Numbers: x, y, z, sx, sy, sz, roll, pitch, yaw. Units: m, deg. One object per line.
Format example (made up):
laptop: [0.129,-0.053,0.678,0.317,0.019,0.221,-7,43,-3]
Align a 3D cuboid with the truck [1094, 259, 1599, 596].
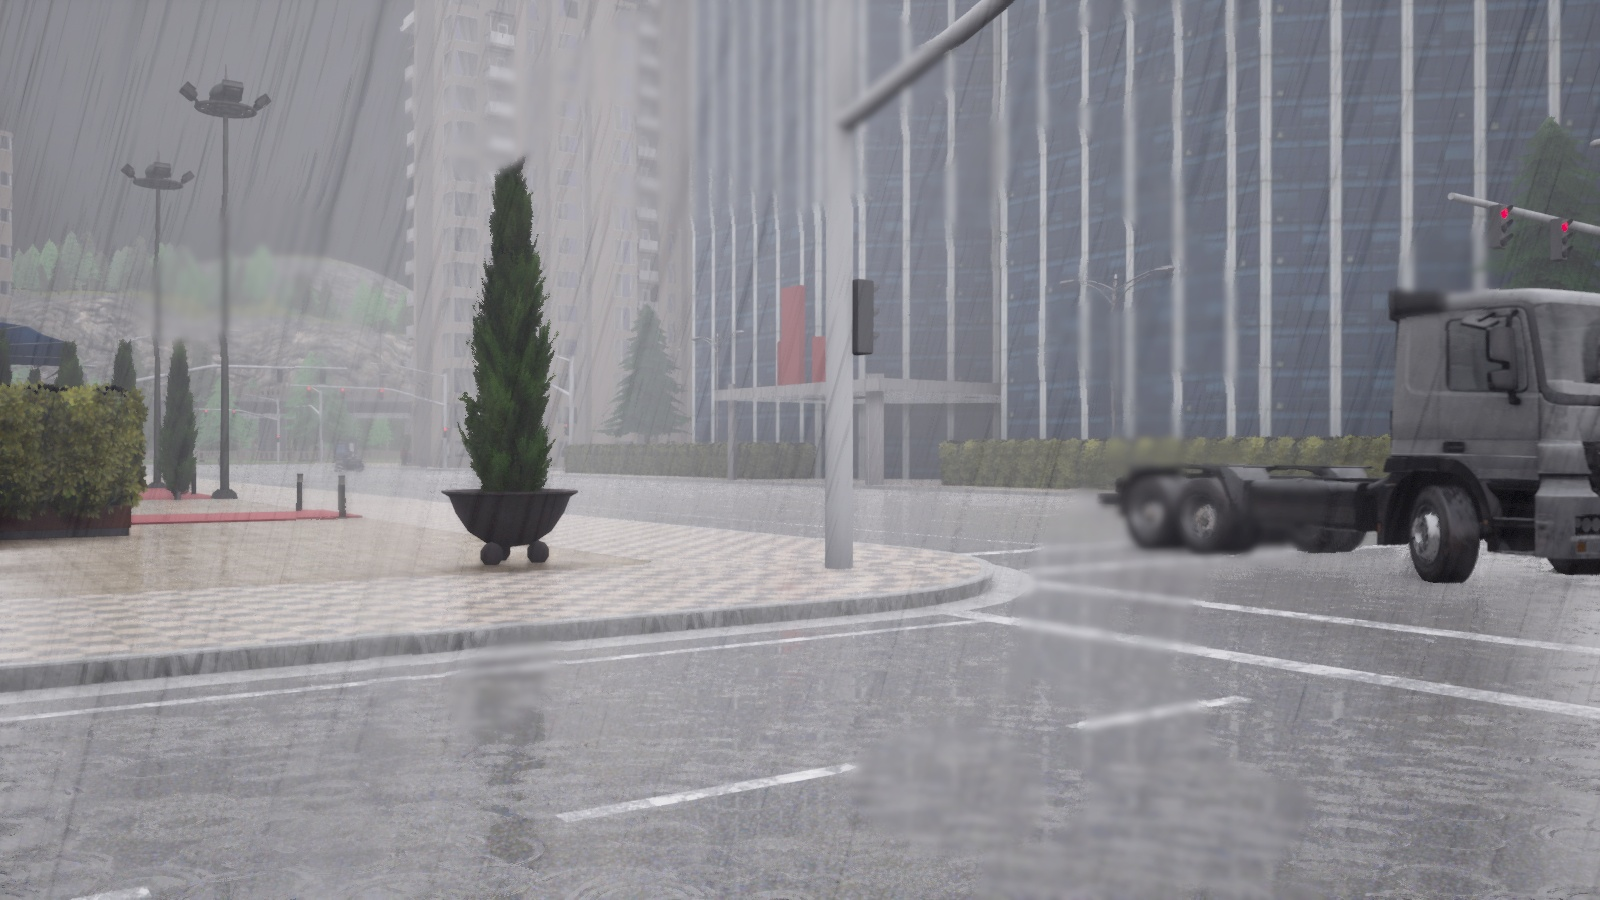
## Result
truck: [7.630,-0.212,17.110,2.891,3.462,7.936,0,0,-23]

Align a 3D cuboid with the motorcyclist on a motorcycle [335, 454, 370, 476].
motorcyclist on a motorcycle: [-32.065,1.068,90.009,2.191,1.530,0.866,0,-1,6]
